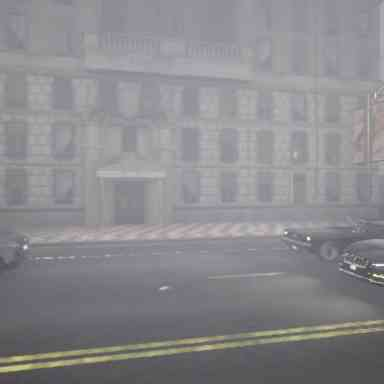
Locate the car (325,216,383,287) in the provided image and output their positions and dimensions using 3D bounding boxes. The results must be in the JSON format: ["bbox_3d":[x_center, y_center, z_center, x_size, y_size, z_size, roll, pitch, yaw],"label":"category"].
[{"bbox_3d":[6.007,1.445,7.994,4.892,1.490,1.837,0,0,-12],"label":"car"}]

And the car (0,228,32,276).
[{"bbox_3d":[-6.587,1.510,8.826,4.181,1.385,1.994,0,0,-12],"label":"car"}]

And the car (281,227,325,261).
[{"bbox_3d":[5.562,1.517,11.481,4.718,1.301,1.895,0,0,-12],"label":"car"}]
